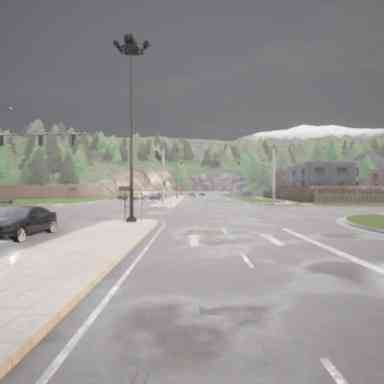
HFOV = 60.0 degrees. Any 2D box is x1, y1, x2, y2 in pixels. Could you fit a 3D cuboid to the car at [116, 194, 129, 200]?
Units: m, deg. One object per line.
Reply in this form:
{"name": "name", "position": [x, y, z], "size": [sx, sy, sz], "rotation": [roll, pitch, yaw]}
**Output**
{"name": "car", "position": [-15.005, 1.102, 71.800], "size": [1.895, 1.301, 4.718], "rotation": [0, 0, 0]}

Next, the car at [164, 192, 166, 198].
{"name": "car", "position": [-8.006, 0.744, 87.927], "size": [2.097, 1.767, 4.553], "rotation": [0, 0, 0]}

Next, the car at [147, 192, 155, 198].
{"name": "car", "position": [-11.507, 0.879, 94.084], "size": [1.812, 1.442, 4.674], "rotation": [0, 0, 0]}

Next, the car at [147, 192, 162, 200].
{"name": "car", "position": [-8.005, 1.035, 71.316], "size": [1.812, 1.442, 4.674], "rotation": [0, 0, 0]}

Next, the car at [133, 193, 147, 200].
{"name": "car", "position": [-11.505, 0.988, 71.326], "size": [1.882, 1.535, 5.008], "rotation": [0, 0, 0]}

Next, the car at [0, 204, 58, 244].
{"name": "car", "position": [-8.014, 1.371, 15.517], "size": [1.882, 1.535, 5.008], "rotation": [0, 0, 0]}

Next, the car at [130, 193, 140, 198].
{"name": "car", "position": [-15.006, 0.944, 88.241], "size": [1.994, 1.385, 4.181], "rotation": [0, 0, 0]}

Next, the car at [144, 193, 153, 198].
{"name": "car", "position": [-11.506, 0.915, 87.766], "size": [1.812, 1.442, 4.674], "rotation": [0, 0, 0]}
